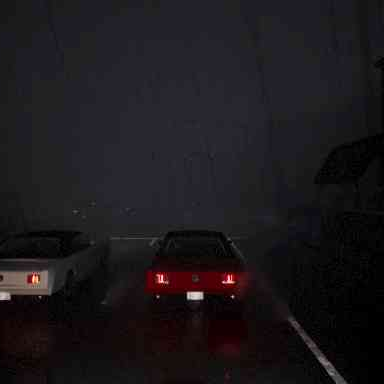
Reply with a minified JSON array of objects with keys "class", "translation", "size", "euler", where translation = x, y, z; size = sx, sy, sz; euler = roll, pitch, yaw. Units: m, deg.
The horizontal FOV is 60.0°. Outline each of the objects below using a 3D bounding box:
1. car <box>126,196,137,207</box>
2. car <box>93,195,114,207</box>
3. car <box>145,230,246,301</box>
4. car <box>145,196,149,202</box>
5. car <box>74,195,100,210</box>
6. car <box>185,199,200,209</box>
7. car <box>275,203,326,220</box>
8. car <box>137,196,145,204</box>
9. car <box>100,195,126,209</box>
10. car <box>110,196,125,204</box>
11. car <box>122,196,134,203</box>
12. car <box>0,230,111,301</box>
[{"class":"car","translation":[-10.615,1.352,52.671],"size":[2.097,1.767,4.553],"euler":[0,0,0]},{"class":"car","translation":[-14.111,1.352,53.221],"size":[2.097,1.767,4.553],"euler":[0,0,1]},{"class":"car","translation":[0.074,1.601,8.280],"size":[1.895,1.301,4.718],"euler":[0,0,0]},{"class":"car","translation":[-10.534,1.536,72.994],"size":[2.033,1.411,5.357],"euler":[0,0,0]},{"class":"car","translation":[-14.119,1.492,44.168],"size":[2.128,1.511,4.902],"euler":[0,0,0]},{"class":"car","translation":[0.070,1.564,44.759],"size":[1.994,1.385,4.181],"euler":[0,0,0]},{"class":"car","translation":[9.232,1.650,28.475],"size":[4.181,1.385,1.994],"euler":[-1,0,1]},{"class":"car","translation":[-10.577,1.564,62.601],"size":[1.994,1.385,4.181],"euler":[0,0,1]},{"class":"car","translation":[-10.616,1.526,44.947],"size":[1.812,1.442,4.674],"euler":[0,0,0]},{"class":"car","translation":[-14.080,1.564,63.103],"size":[1.994,1.385,4.181],"euler":[0,0,0]},{"class":"car","translation":[-14.034,1.519,73.025],"size":[1.812,1.442,4.674],"euler":[0,0,0]},{"class":"car","translation":[-3.427,1.601,8.261],"size":[1.895,1.301,4.718],"euler":[0,0,0]}]
